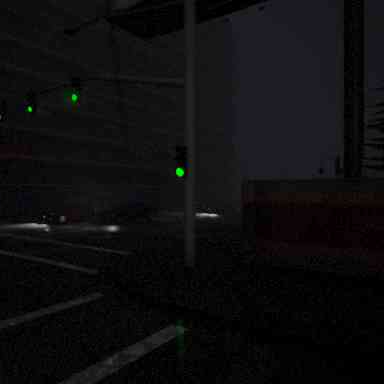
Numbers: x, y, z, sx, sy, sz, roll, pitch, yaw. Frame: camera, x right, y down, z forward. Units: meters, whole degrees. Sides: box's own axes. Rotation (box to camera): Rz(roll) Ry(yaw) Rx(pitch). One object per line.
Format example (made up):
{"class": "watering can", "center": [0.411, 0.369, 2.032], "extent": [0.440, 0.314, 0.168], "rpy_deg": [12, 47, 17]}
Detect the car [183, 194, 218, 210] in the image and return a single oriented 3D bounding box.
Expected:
{"class": "car", "center": [1.206, 1.206, 39.394], "extent": [2.150, 2.045, 5.566], "rpy_deg": [0, 0, 35]}

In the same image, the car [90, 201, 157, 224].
{"class": "car", "center": [-4.769, 1.466, 24.846], "extent": [1.882, 1.535, 5.008], "rpy_deg": [0, 0, 35]}

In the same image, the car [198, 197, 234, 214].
{"class": "car", "center": [2.867, 1.550, 35.675], "extent": [1.994, 1.385, 4.181], "rpy_deg": [0, 0, 35]}

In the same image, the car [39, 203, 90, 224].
{"class": "car", "center": [-9.116, 1.550, 24.753], "extent": [1.994, 1.385, 4.181], "rpy_deg": [0, 0, 35]}
